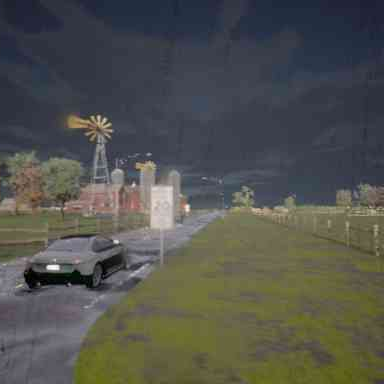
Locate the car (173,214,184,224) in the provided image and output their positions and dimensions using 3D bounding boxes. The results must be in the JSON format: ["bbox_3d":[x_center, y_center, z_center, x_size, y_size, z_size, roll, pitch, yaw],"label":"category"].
[{"bbox_3d":[-2.309,3.799,47.587,1.994,1.385,4.181,-1,-3,6],"label":"car"}]

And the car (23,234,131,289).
[{"bbox_3d":[-3.368,2.009,10.539,1.994,1.385,4.181,-1,-3,6],"label":"car"}]
